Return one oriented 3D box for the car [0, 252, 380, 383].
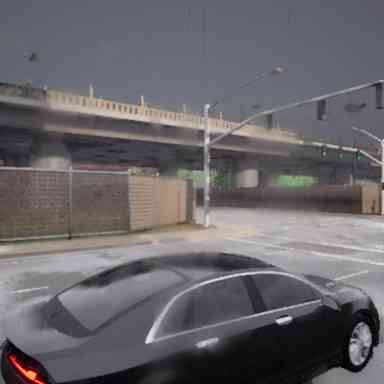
[{"bbox_3d":[0.409,1.520,4.089,4.892,1.490,1.837,0,0,-35],"label":"car"}]
